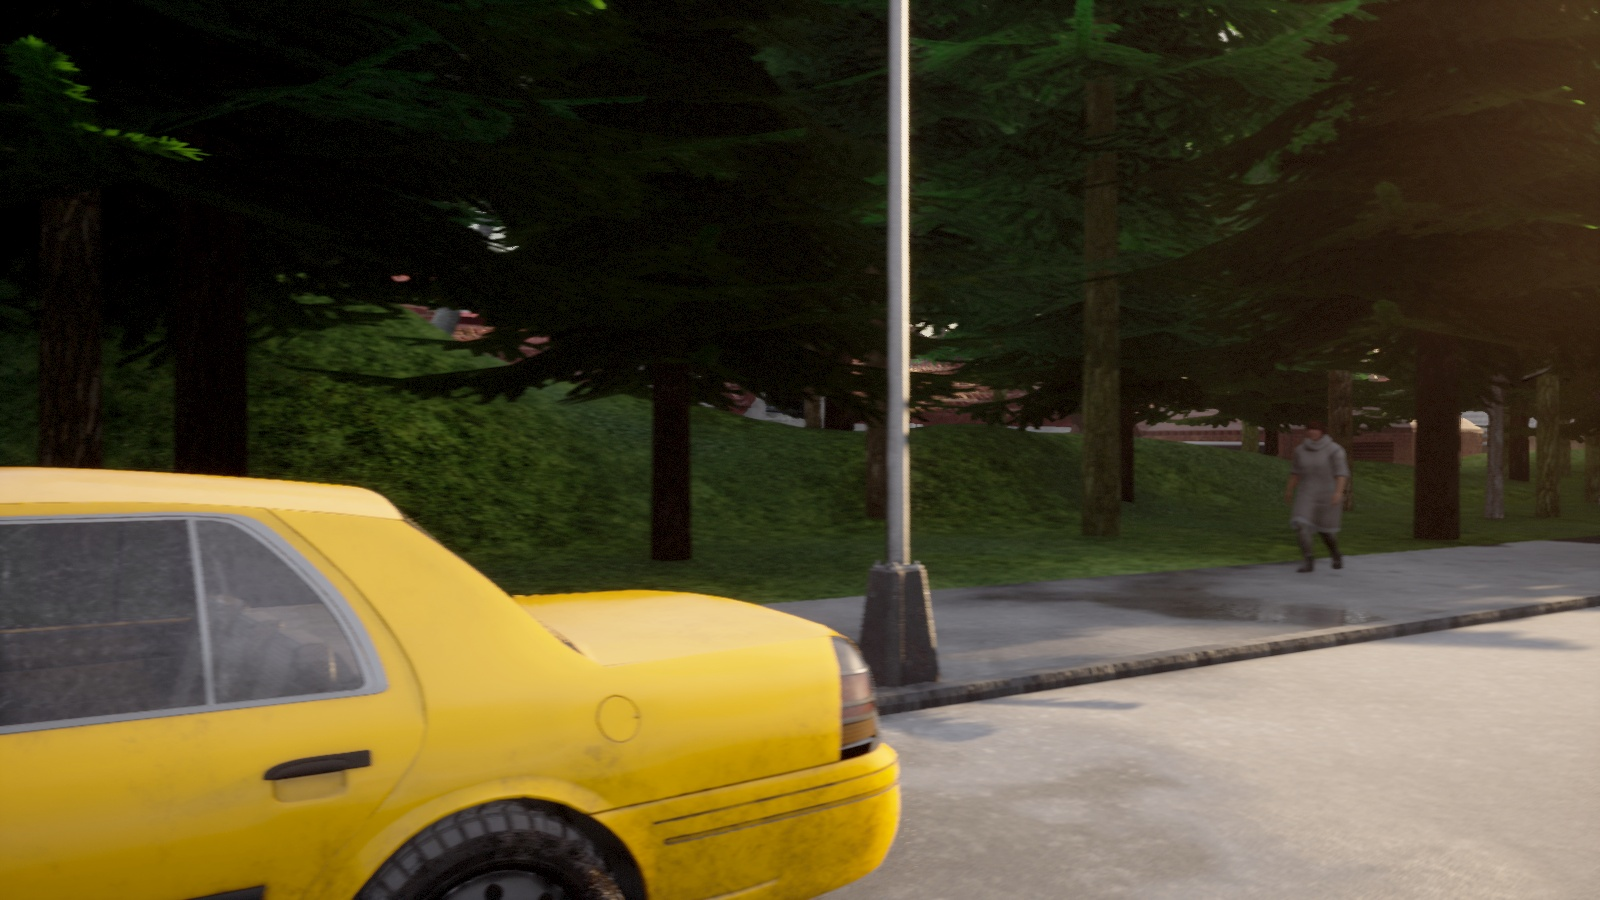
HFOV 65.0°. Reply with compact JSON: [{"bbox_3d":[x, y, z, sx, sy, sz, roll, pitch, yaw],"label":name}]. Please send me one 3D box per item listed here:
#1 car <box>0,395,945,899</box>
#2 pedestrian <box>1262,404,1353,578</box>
[{"bbox_3d":[-2.321,0.695,2.654,5.366,1.575,1.801,0,0,-35],"label":"car"},{"bbox_3d":[5.895,0.461,14.582,0.873,1.952,0.659,0,0,-43],"label":"pedestrian"}]
